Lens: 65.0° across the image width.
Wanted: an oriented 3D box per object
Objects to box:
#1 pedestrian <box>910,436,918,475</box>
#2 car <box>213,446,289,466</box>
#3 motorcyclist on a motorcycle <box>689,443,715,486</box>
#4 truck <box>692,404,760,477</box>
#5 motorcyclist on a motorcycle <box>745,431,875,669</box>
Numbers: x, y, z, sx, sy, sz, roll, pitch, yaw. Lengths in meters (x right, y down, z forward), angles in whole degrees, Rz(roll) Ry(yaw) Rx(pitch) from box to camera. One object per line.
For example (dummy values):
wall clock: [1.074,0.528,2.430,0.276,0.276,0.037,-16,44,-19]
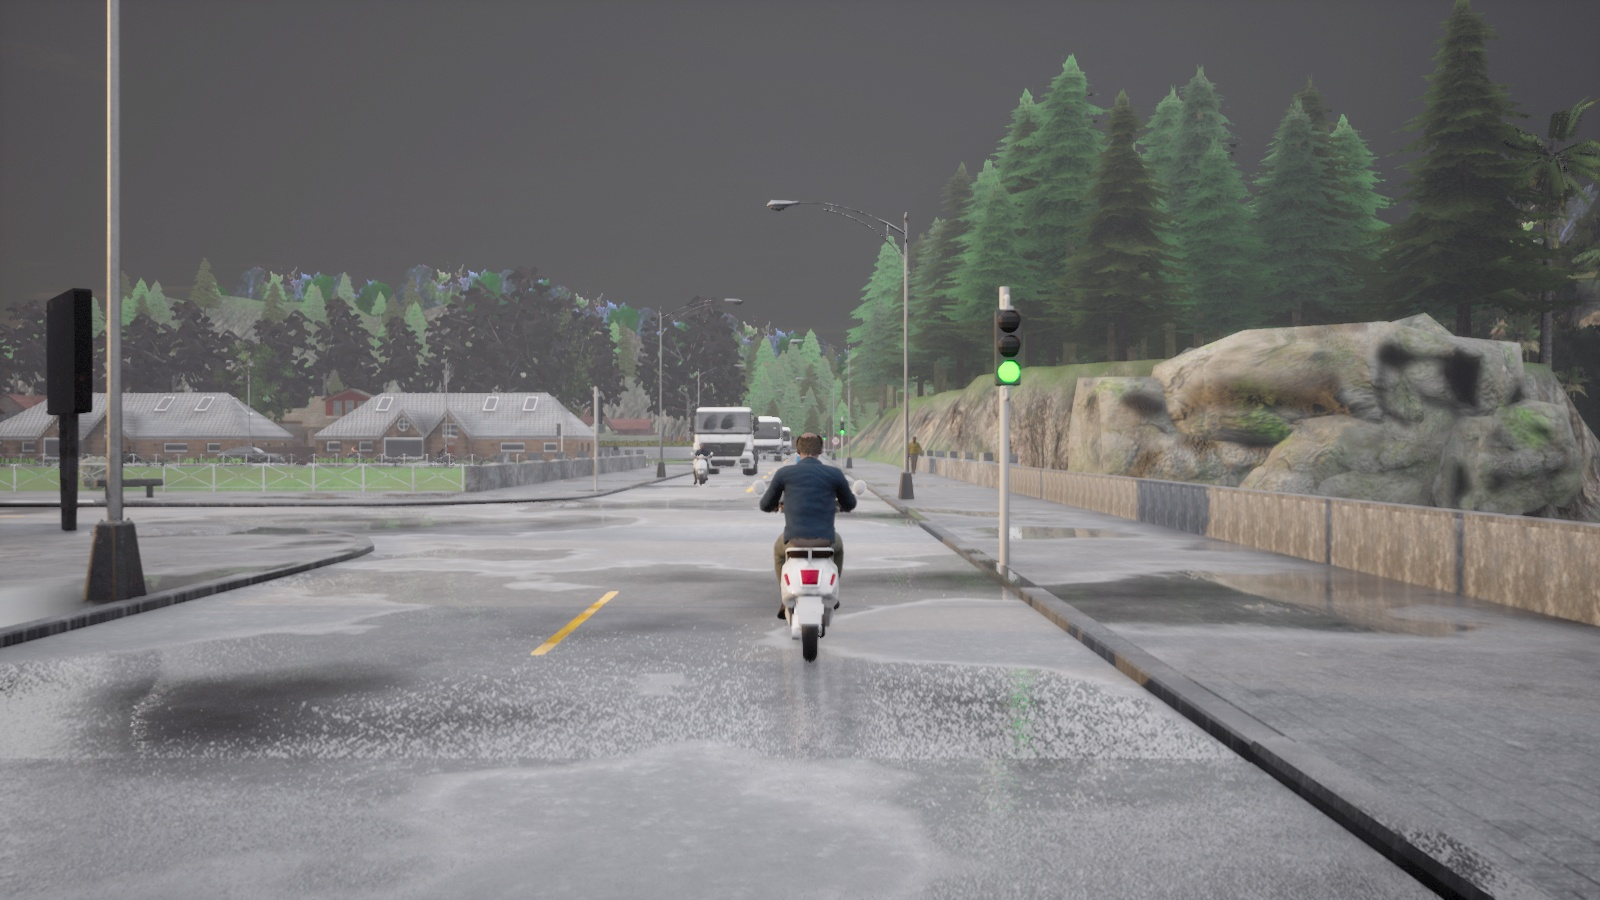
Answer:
pedestrian: [5.365,0.256,59.041,0.370,1.835,0.726,0,0,4]
car: [-39.474,0.427,90.346,4.674,1.442,1.812,0,0,0]
motorcyclist on a motorcycle: [-3.721,0.531,47.868,0.866,1.590,1.817,0,0,0]
truck: [-3.631,-0.458,63.488,2.891,3.462,7.936,0,0,0]
motorcyclist on a motorcycle: [0.070,0.668,9.303,0.866,1.590,1.817,0,0,0]
